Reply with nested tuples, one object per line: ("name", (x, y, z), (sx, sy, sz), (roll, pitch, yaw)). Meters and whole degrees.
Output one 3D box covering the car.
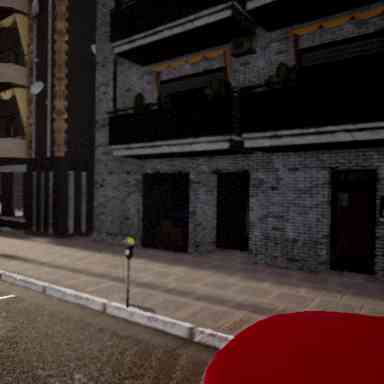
("car", (2.260, 1.316, 1.245), (5.009, 1.841, 2.192), (0, 1, 36))
